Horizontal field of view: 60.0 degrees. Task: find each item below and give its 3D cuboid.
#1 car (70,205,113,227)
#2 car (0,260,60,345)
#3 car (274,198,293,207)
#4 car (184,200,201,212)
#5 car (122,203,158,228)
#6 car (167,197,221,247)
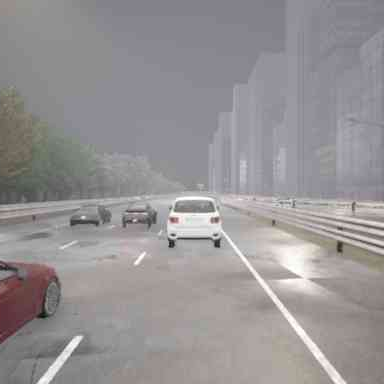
[{"bbox_3d":[-6.907,1.582,23.151,1.994,1.385,4.181,0,0,0],"label":"car"},{"bbox_3d":[-3.403,1.528,4.411,1.812,1.442,4.674,0,0,0],"label":"car"},{"bbox_3d":[14.296,1.645,53.748,2.128,1.511,4.902,0,0,-17],"label":"car"},{"bbox_3d":[0.085,1.640,39.580,1.895,1.301,4.718,0,0,0],"label":"car"},{"bbox_3d":[-3.408,1.508,22.333,2.128,1.511,4.902,0,0,0],"label":"car"},{"bbox_3d":[0.095,1.231,15.164,2.150,2.045,5.566,0,0,0],"label":"car"}]
